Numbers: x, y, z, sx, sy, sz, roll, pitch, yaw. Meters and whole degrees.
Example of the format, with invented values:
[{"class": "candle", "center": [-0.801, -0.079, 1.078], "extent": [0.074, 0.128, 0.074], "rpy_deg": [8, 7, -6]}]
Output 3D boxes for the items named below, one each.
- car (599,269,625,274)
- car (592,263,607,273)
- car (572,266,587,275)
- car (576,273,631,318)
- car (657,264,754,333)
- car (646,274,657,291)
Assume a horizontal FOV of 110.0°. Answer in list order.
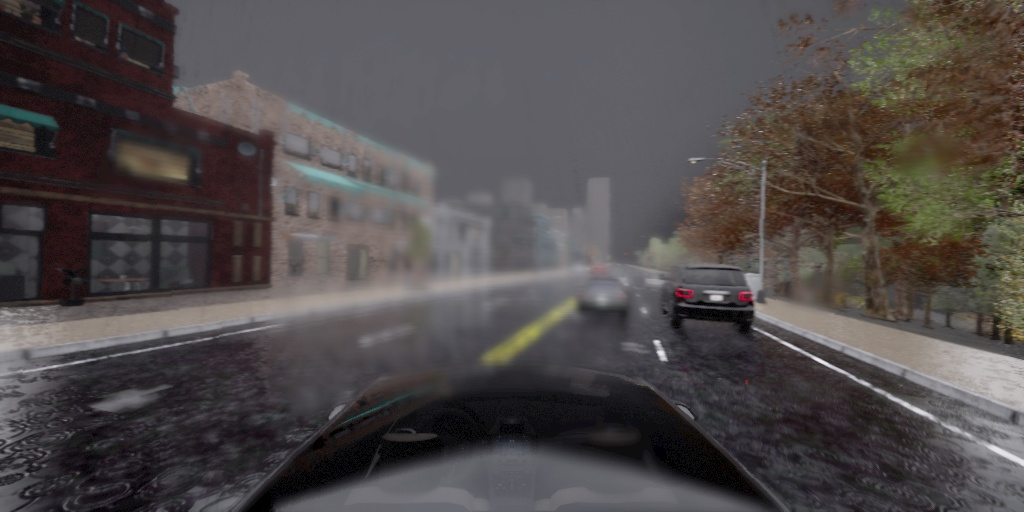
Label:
[{"class": "car", "center": [8.198, 1.938, 28.318], "extent": [1.895, 1.301, 4.718], "rpy_deg": [1, -1, 18]}, {"class": "car", "center": [14.172, 2.117, 57.809], "extent": [2.150, 2.045, 5.566], "rpy_deg": [1, -1, 18]}, {"class": "car", "center": [11.091, 2.346, 58.872], "extent": [1.812, 1.442, 4.674], "rpy_deg": [1, -1, 18]}, {"class": "car", "center": [3.886, 1.600, 14.865], "extent": [1.994, 1.385, 4.181], "rpy_deg": [1, -1, 18]}, {"class": "car", "center": [6.543, 1.305, 12.537], "extent": [2.150, 2.045, 5.566], "rpy_deg": [1, -1, 18]}, {"class": "car", "center": [11.291, 2.015, 27.321], "extent": [1.895, 1.301, 4.718], "rpy_deg": [1, -1, 18]}]
